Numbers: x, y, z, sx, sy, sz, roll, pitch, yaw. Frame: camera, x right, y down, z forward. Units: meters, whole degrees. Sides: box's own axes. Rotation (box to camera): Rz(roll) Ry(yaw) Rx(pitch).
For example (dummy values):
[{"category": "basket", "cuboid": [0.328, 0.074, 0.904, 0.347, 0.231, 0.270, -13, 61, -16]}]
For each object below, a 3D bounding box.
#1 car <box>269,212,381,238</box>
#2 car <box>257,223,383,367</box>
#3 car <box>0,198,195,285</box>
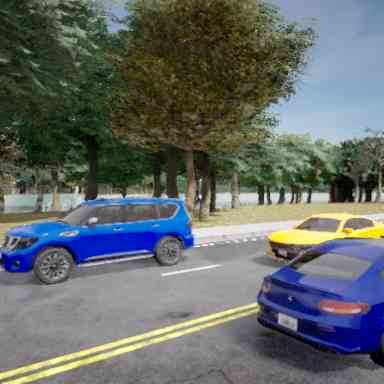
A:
[{"category": "car", "cuboid": [4.622, 1.460, 10.987, 5.008, 1.535, 1.882, 0, 0, -36]}, {"category": "car", "cuboid": [3.114, 1.516, 5.664, 4.674, 1.442, 1.812, 0, 0, -36]}, {"category": "car", "cuboid": [-2.501, 1.216, 9.887, 5.566, 2.045, 2.150, 0, 0, -36]}]
